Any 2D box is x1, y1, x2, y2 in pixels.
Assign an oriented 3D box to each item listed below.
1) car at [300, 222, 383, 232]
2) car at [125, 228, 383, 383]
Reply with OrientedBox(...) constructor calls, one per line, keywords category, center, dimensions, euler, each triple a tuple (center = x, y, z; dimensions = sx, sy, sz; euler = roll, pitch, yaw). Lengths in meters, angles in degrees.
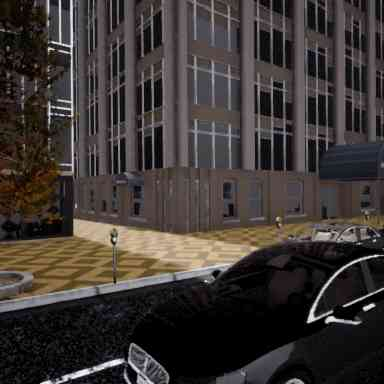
OrientedBox(category="car", center=(3.936, 1.549, 9.372), dimensions=(4.403, 1.369, 2.008), euler=(0, -1, -35))
OrientedBox(category="car", center=(1.520, 1.504, 4.464), dimensions=(4.892, 1.490, 1.837), euler=(0, 0, -35))
